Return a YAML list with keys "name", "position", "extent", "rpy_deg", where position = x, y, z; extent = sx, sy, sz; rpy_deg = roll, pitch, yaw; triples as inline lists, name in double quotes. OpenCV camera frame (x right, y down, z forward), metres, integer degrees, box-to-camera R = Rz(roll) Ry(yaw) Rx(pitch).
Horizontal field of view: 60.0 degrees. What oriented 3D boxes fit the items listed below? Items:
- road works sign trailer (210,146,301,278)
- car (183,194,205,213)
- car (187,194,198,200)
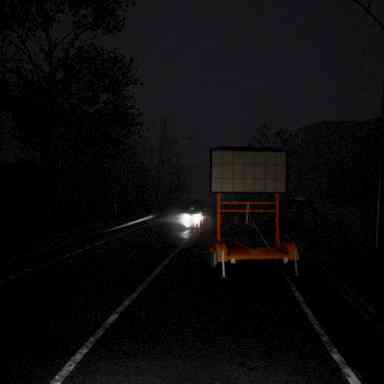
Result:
- name: "road works sign trailer"
  position: [1.671, 0.441, 10.174]
  extent: [2.380, 3.560, 2.880]
  rpy_deg: [1, 0, -7]
- name: "car"
  position: [0.297, 1.314, 34.323]
  extent: [2.128, 1.511, 4.902]
  rpy_deg: [1, 0, 7]
- name: "car"
  position: [0.110, 1.182, 82.510]
  extent: [1.812, 1.442, 4.674]
  rpy_deg: [-1, 0, -10]
